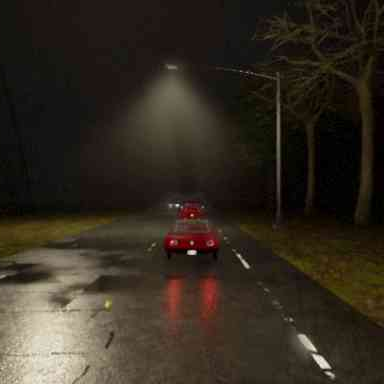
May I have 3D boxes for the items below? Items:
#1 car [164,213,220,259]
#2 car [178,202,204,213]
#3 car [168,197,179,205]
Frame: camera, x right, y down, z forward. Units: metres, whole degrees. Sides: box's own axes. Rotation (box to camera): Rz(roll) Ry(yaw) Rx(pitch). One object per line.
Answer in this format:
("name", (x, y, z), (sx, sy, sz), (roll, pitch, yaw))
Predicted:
("car", (0.015, 1.744, 13.255), (1.895, 1.301, 4.718), (0, -1, 0))
("car", (0.026, 1.732, 29.233), (1.882, 1.535, 5.008), (0, 0, 0))
("car", (-3.516, 1.720, 65.048), (1.994, 1.385, 4.181), (0, 0, 1))
